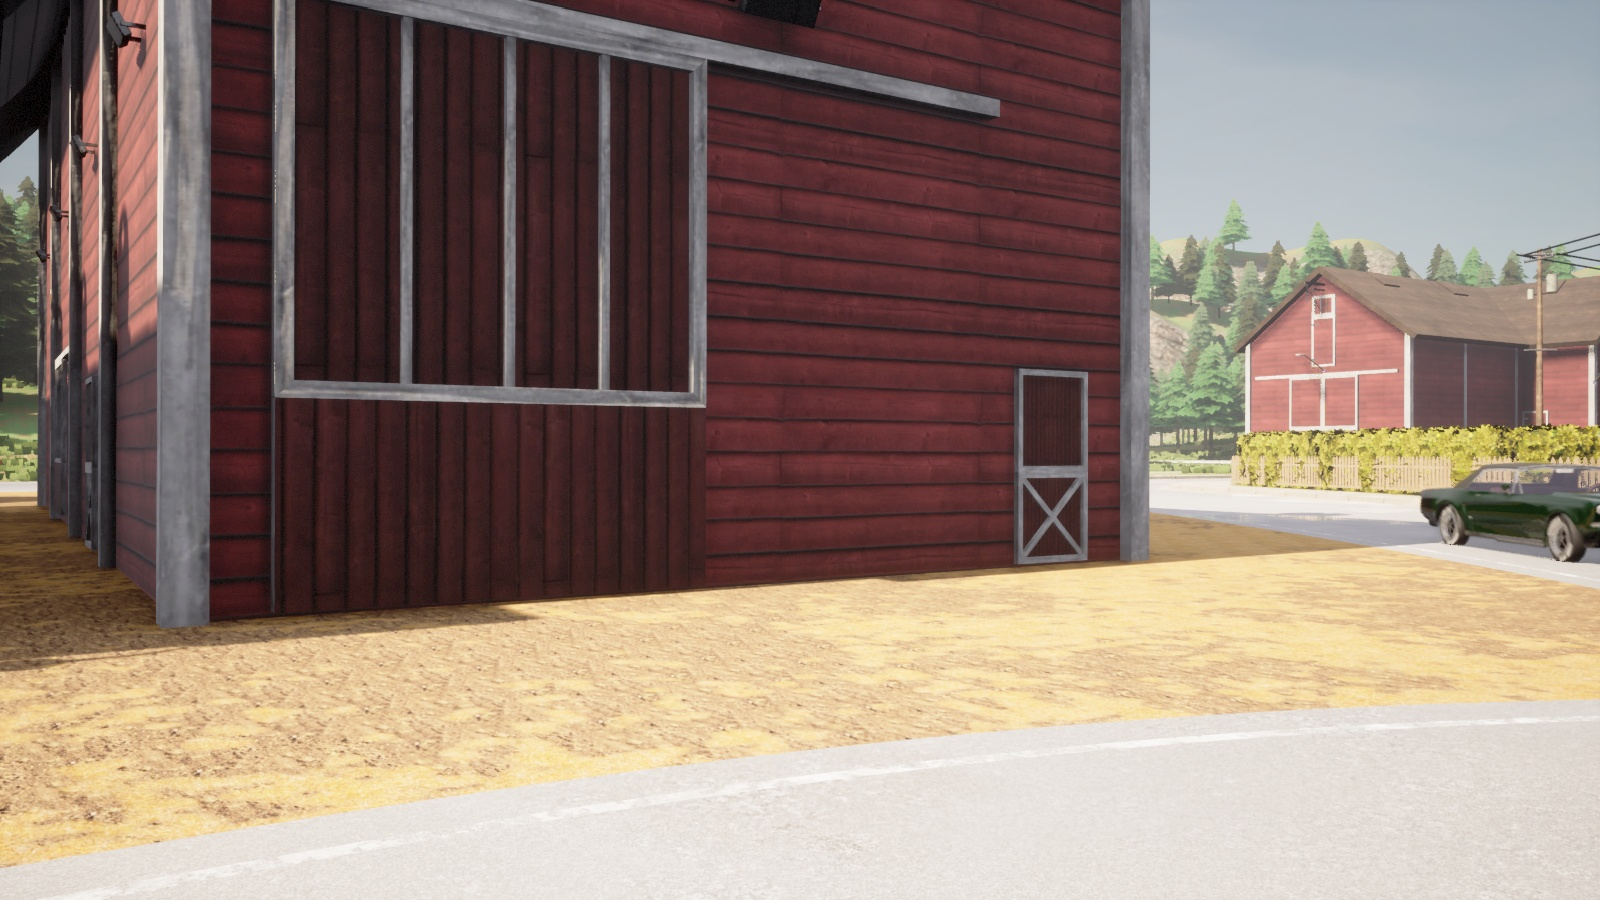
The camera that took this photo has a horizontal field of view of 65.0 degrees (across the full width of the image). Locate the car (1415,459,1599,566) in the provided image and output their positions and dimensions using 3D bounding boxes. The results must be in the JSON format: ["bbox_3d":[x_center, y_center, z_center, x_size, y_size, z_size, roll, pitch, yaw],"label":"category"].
[{"bbox_3d":[11.014,0.803,18.206,1.895,1.301,4.718,0,0,0],"label":"car"}]
